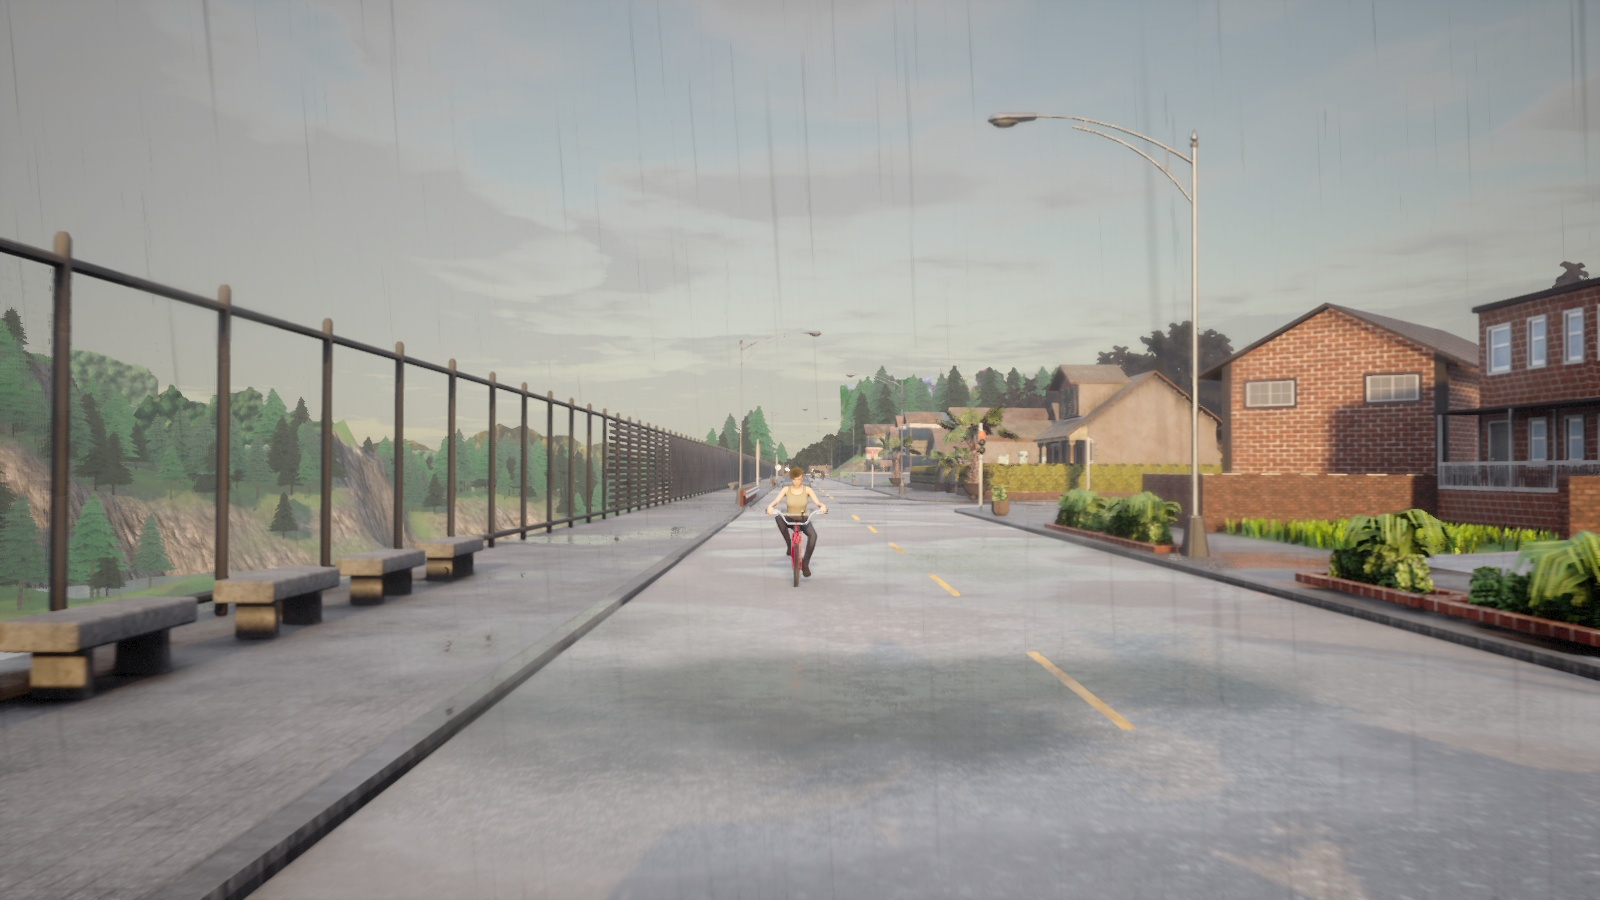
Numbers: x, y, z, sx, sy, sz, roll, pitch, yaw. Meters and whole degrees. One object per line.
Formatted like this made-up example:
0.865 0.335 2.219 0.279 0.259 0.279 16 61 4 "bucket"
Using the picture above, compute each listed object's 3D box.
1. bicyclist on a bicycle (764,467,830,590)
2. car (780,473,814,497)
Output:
-0.037 1.040 17.253 0.866 1.612 1.509 0 -1 0 "bicyclist on a bicycle"
-0.189 2.197 79.708 2.033 1.411 5.357 0 -1 0 "car"
